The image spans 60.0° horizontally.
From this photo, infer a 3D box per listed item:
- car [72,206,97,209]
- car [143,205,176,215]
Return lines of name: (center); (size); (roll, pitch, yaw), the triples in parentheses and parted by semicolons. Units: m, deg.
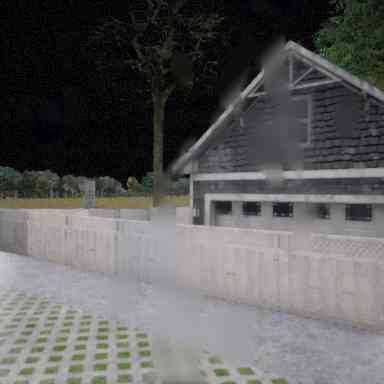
car: (-8.584, 1.804, 25.833); (1.994, 1.385, 4.181); (0, -1, 35)
car: (-2.861, 1.979, 33.993); (1.895, 1.301, 4.718); (0, -1, 35)
